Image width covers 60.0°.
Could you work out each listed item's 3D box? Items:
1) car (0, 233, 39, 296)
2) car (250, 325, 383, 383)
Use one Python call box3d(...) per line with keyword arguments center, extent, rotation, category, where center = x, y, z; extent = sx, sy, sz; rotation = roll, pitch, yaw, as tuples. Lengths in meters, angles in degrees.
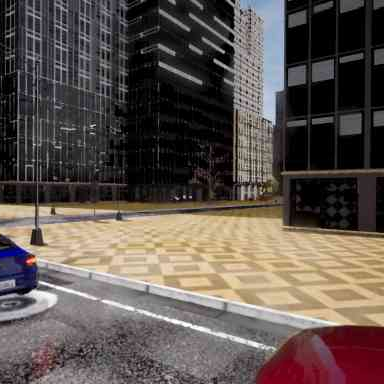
box3d(center=(-5.235, 1.523, 7.415), extent=(4.674, 1.442, 1.812), rotation=(0, 0, 36), category="car")
box3d(center=(2.367, 1.564, 1.988), extent=(4.181, 1.385, 1.994), rotation=(0, 0, 35), category="car")
